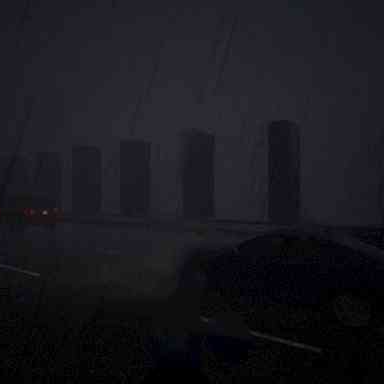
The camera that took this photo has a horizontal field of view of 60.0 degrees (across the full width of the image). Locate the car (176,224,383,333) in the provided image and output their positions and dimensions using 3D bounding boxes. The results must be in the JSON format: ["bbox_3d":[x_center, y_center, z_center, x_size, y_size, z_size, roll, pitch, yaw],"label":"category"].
[{"bbox_3d":[1.929,1.489,6.917,5.008,1.535,1.882,0,0,36],"label":"car"}]

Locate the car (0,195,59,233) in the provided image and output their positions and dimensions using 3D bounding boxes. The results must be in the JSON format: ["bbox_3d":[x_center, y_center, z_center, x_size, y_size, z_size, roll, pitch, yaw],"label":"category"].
[{"bbox_3d":[-10.303,1.225,19.860,5.566,2.045,2.150,0,0,35],"label":"car"}]
